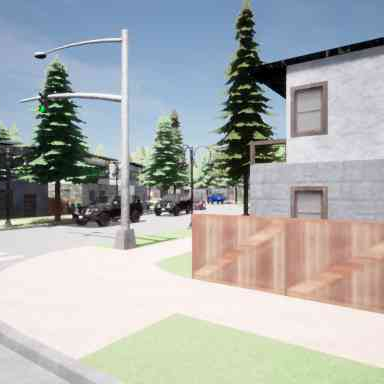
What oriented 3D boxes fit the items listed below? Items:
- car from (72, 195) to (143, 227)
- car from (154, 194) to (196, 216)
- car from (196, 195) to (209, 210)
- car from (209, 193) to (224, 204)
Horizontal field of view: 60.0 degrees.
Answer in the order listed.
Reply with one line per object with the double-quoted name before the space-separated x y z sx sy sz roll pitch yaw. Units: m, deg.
"car" -5.640 1.202 23.094 2.150 2.045 5.566 0 0 27
"car" -1.747 1.202 32.471 2.150 2.045 5.566 0 0 18
"car" 0.510 1.333 42.070 2.097 1.767 4.553 0 0 9
"car" 4.266 1.202 60.854 2.150 2.045 5.566 0 0 -9
